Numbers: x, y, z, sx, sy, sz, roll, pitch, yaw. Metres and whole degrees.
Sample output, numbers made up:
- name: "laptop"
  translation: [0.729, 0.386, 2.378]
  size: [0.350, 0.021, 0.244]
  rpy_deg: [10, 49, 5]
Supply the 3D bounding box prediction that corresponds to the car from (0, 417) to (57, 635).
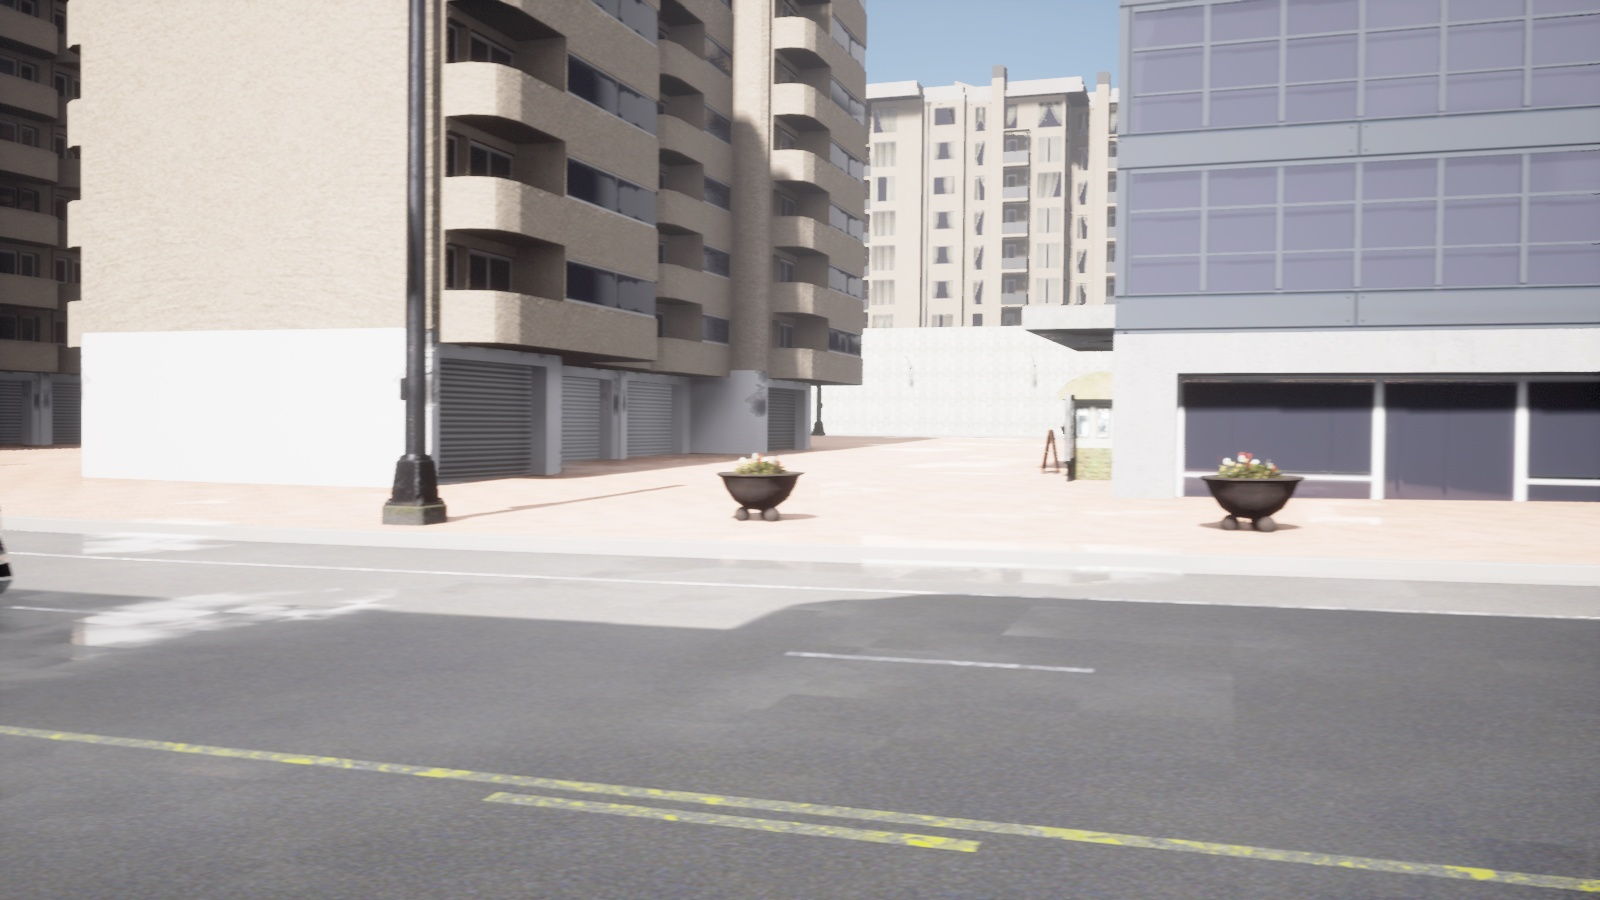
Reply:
- name: "car"
  translation: [-8.508, 0.546, 9.748]
  size: [4.856, 1.649, 2.033]
  rpy_deg: [1, 1, 19]
